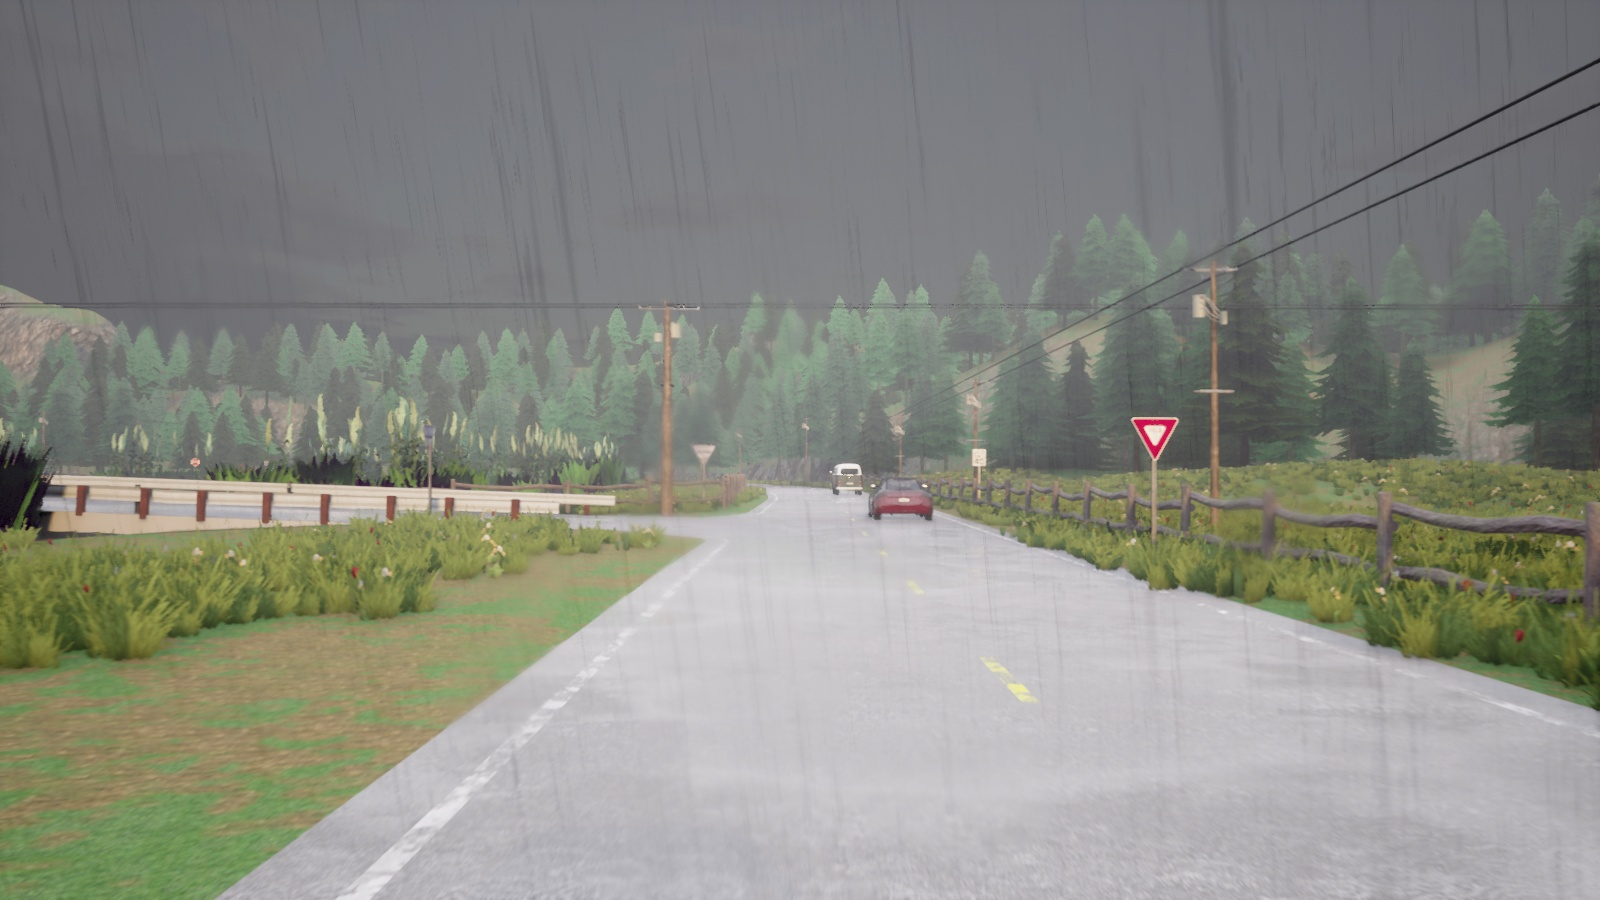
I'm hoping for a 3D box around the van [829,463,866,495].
[{"bbox_3d":[3.111,1.922,83.405,2.069,2.038,4.480,0,-1,-3],"label":"van"}]

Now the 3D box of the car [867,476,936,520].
[{"bbox_3d":[3.342,1.569,42.055,1.994,1.385,4.181,0,-1,1],"label":"car"}]
